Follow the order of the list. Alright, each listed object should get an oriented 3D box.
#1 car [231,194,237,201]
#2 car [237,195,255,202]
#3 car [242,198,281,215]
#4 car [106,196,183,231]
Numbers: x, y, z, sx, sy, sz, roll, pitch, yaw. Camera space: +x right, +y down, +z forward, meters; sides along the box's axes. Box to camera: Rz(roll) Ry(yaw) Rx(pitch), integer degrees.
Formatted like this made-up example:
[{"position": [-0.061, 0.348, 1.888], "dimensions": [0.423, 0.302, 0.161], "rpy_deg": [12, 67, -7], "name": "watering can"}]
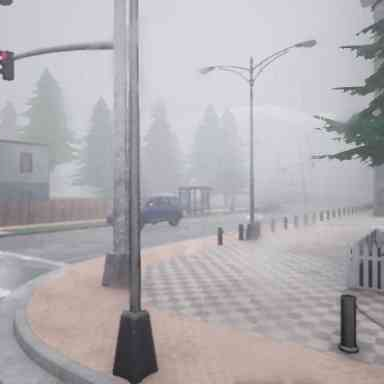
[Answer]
[{"position": [10.733, 1.334, 79.099], "dimensions": [1.905, 1.878, 3.866], "rpy_deg": [0, 0, 36], "name": "car"}, {"position": [12.998, 1.319, 77.939], "dimensions": [1.932, 1.855, 4.605], "rpy_deg": [0, 0, 36], "name": "car"}, {"position": [7.803, 1.604, 35.649], "dimensions": [2.033, 1.411, 5.357], "rpy_deg": [0, 0, 37], "name": "car"}, {"position": [-2.873, 1.282, 21.626], "dimensions": [2.150, 2.045, 5.566], "rpy_deg": [0, 0, 37], "name": "car"}]
